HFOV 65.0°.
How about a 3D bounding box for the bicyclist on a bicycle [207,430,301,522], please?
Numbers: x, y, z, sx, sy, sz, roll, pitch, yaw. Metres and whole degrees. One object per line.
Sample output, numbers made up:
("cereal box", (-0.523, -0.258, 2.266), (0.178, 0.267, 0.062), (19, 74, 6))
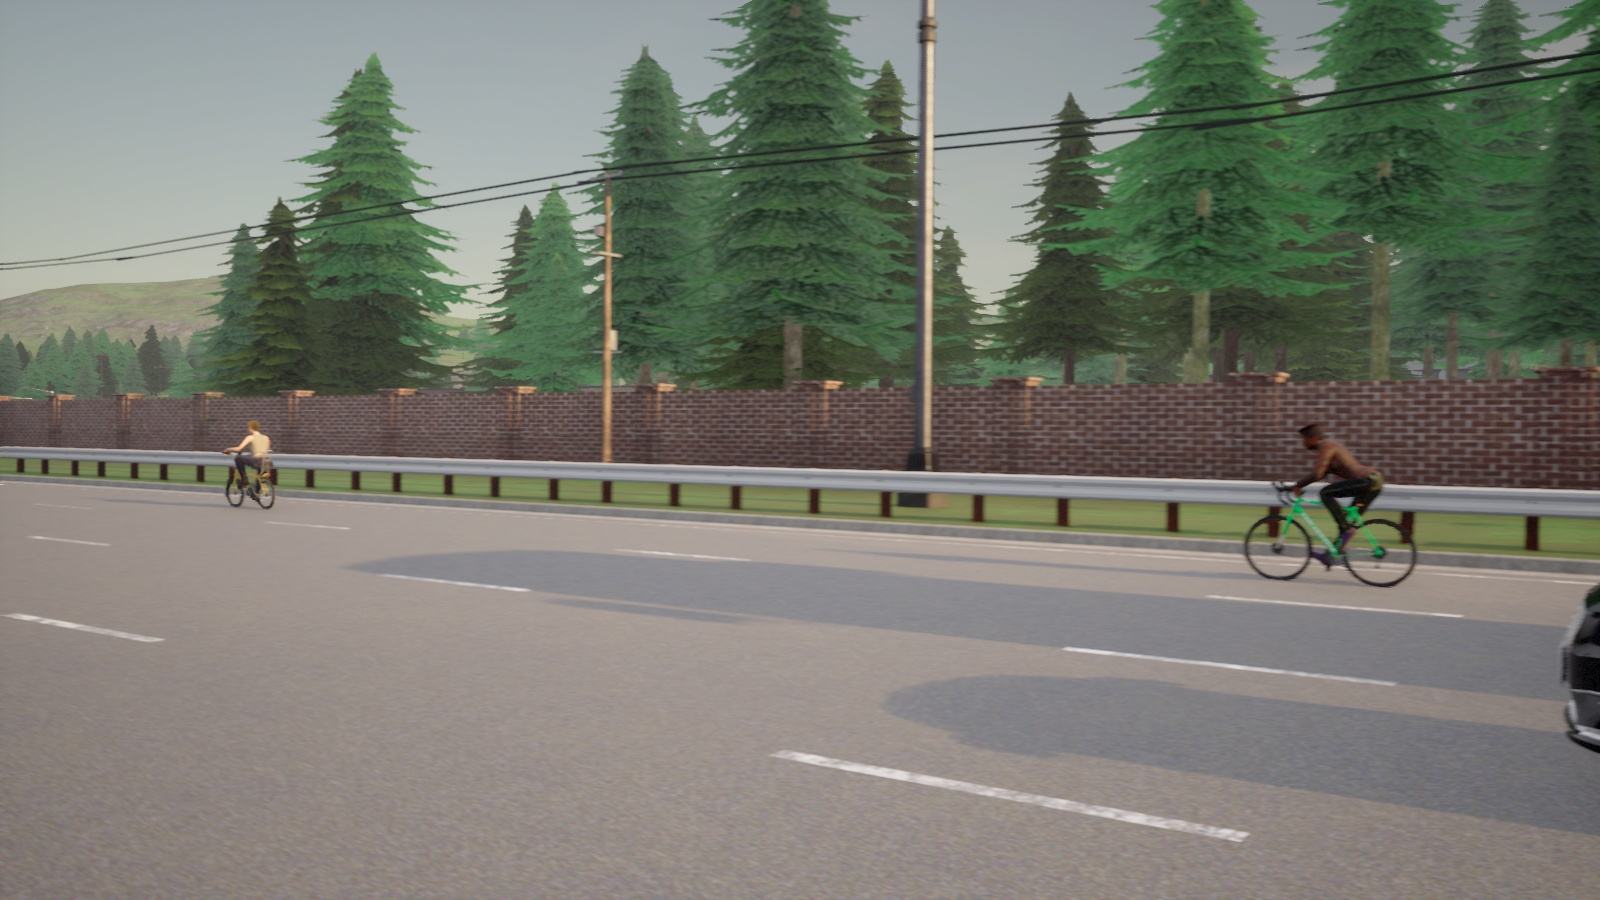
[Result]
("bicyclist on a bicycle", (-9.926, 0.448, 22.817), (1.509, 1.612, 0.866), (0, 1, 34))

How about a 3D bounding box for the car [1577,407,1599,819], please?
("car", (5.502, 0.581, 4.168), (4.902, 1.511, 2.128), (0, 1, 34))

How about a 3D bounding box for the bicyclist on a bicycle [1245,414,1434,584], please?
("bicyclist on a bicycle", (5.411, 0.463, 12.632), (1.656, 1.620, 0.582), (0, 1, 34))
